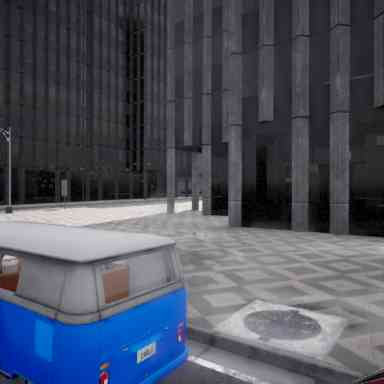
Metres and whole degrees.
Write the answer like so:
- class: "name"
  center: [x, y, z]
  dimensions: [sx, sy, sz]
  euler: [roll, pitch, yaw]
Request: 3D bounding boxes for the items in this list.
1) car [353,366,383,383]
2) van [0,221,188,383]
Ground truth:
- class: "car"
  center: [2.548, 1.440, 1.149]
  dimensions: [4.097, 1.590, 1.967]
  euler: [0, 0, 35]
- class: "van"
  center: [-1.953, 1.341, 4.353]
  dimensions: [3.998, 1.788, 1.690]
  euler: [0, 0, 35]
